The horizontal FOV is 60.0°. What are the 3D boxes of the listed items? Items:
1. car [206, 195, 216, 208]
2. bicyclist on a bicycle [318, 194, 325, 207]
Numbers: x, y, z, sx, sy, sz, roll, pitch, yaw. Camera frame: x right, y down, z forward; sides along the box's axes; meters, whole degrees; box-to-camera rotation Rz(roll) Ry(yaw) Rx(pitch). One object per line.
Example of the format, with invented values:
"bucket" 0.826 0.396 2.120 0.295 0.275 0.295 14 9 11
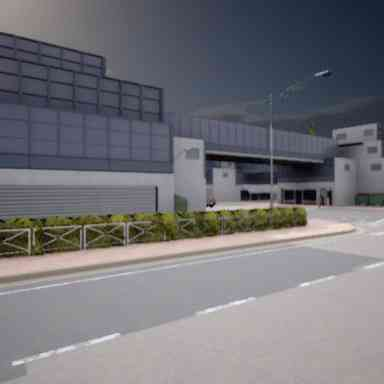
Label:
"car" 0.884 1.084 44.851 2.150 2.045 5.566 0 0 -36
"bicyclist on a bicycle" 16.637 1.108 42.701 1.656 1.620 0.582 -1 0 -36
